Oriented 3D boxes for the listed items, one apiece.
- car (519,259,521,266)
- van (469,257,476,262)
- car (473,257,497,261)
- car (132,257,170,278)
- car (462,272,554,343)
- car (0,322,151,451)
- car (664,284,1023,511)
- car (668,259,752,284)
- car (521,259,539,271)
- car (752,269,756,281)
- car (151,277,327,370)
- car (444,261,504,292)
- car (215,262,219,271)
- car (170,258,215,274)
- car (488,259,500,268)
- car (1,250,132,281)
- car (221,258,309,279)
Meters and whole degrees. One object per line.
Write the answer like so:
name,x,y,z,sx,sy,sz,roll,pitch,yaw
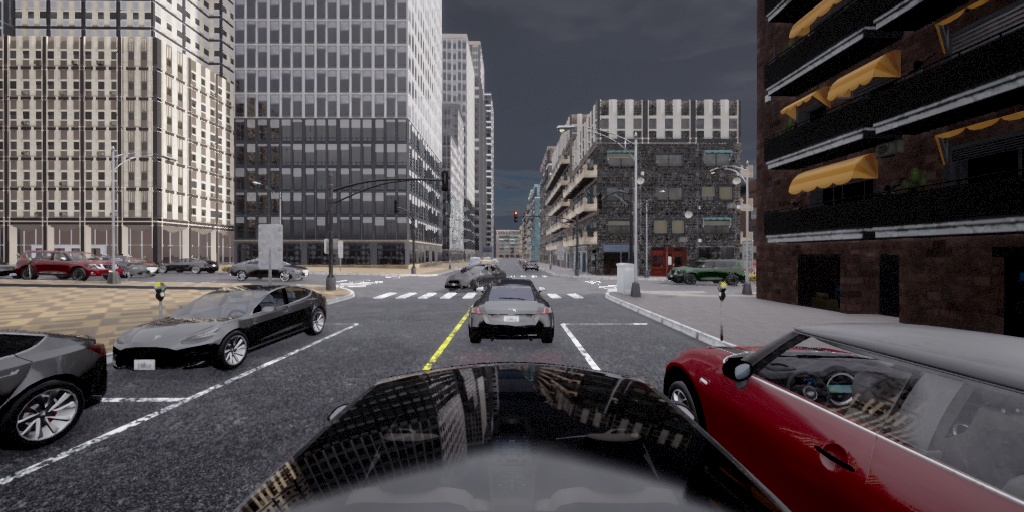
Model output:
car,2.522,1.301,57.378,1.888,1.381,4.507,0,0,0
van,-5.859,1.097,57.351,1.690,1.789,3.998,0,0,0
car,-3.225,1.230,43.397,1.882,1.535,5.008,0,0,0
car,-27.346,0.762,24.834,4.902,1.511,2.128,1,0,-1
car,-0.020,1.314,9.675,1.994,1.385,4.181,0,0,0
car,-5.689,1.316,2.494,1.948,1.339,4.313,0,0,0
car,2.692,1.190,2.521,1.967,1.591,4.097,0,0,0
car,15.491,1.282,28.647,5.566,2.045,2.150,0,0,-1
car,2.553,1.319,47.411,1.948,1.339,4.313,0,0,0
car,21.277,1.698,31.325,4.829,1.417,1.751,0,0,-1
car,-5.705,1.315,7.740,1.948,1.339,4.313,0,0,0
car,-2.027,1.262,20.951,1.837,1.490,4.892,-2,-1,25
car,-22.131,0.880,30.788,4.829,1.417,1.751,0,0,-1
car,-27.575,0.815,30.622,4.313,1.339,1.948,0,0,-1
car,-3.243,1.285,64.669,1.812,1.442,4.674,0,0,0
car,-27.446,0.591,22.241,5.009,1.841,2.192,0,0,-1
car,-16.798,0.959,24.990,4.902,1.511,2.128,1,0,-1
